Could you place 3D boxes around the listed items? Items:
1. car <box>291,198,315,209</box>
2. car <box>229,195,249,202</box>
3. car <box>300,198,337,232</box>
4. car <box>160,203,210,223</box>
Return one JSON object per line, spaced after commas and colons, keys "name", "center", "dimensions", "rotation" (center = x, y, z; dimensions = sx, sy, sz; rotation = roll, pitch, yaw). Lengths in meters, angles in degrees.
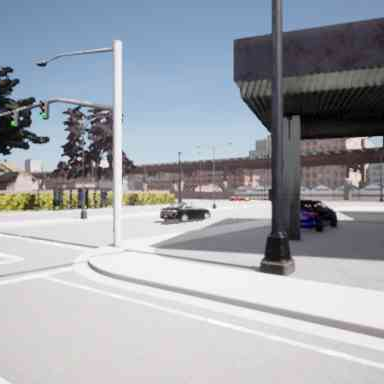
{"name": "car", "center": [16.169, 1.620, 48.293], "dimensions": [1.812, 1.442, 4.674], "rotation": [0, -1, 37]}
{"name": "car", "center": [11.004, 1.455, 78.165], "dimensions": [4.553, 1.767, 2.097], "rotation": [0, 0, 37]}
{"name": "car", "center": [6.947, 1.310, 19.527], "dimensions": [2.242, 1.667, 4.611], "rotation": [0, 0, 37]}
{"name": "car", "center": [-0.429, 1.589, 25.872], "dimensions": [2.128, 1.511, 4.902], "rotation": [0, -1, 37]}
